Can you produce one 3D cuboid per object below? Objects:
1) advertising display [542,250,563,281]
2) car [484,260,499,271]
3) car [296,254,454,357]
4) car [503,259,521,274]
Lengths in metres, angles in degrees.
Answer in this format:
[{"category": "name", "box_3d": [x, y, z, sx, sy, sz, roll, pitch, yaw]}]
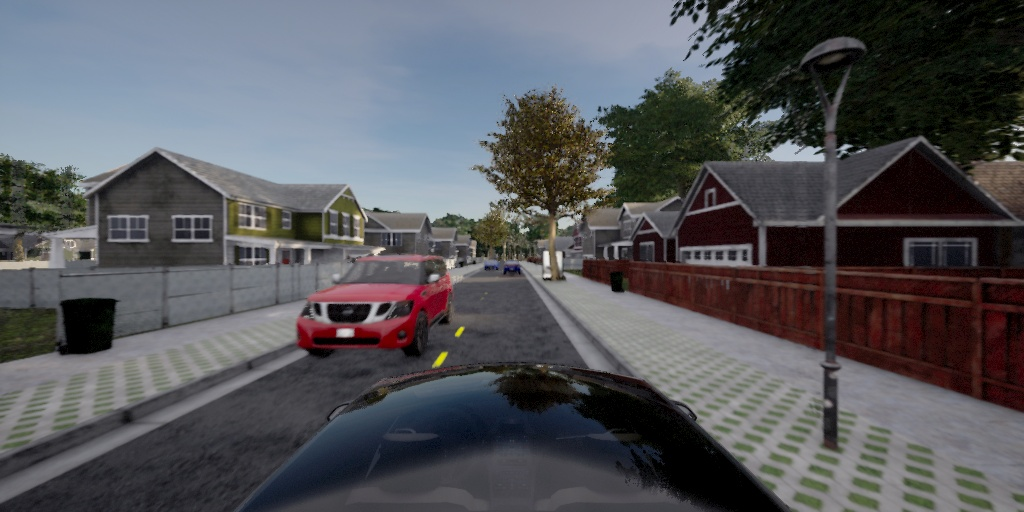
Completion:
[{"category": "advertising display", "box_3d": [3.007, 0.772, 26.596, 1.540, 2.440, 0.280, 0, 0, 0]}, {"category": "car", "box_3d": [-2.830, 1.240, 49.843, 1.882, 1.535, 5.008, 0, 0, 0]}, {"category": "car", "box_3d": [-2.853, 0.969, 8.896, 2.150, 2.045, 5.566, 0, 0, 0]}, {"category": "car", "box_3d": [0.038, 1.232, 40.301, 1.882, 1.535, 5.008, 0, 0, 1]}]
